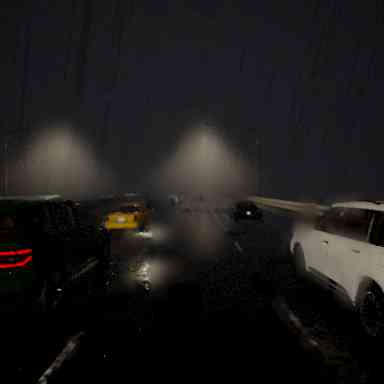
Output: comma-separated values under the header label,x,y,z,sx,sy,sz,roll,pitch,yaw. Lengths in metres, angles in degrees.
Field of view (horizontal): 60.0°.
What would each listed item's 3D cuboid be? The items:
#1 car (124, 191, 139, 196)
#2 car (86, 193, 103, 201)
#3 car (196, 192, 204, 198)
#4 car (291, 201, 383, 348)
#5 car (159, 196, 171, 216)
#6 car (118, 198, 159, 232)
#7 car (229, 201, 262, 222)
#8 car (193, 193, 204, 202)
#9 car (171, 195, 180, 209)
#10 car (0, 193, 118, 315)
label,x,y,z,sx,sy,sz,roll,pitch,yaw
car,-12.526,0.712,68.933,2.150,2.045,5.566,0,0,2
car,-19.607,0.963,67.066,1.882,1.535,5.008,0,0,2
car,2.090,0.832,83.290,2.033,1.411,5.357,0,0,3
car,3.627,1.168,6.306,2.150,2.045,5.566,0,0,0
car,-3.205,1.290,29.432,1.812,1.442,4.674,0,0,1
car,-3.313,1.301,18.809,1.801,1.575,5.366,0,0,3
car,3.817,1.370,24.227,1.994,1.385,4.181,0,0,1
car,1.128,1.045,60.430,2.128,1.511,4.902,0,0,2
car,-2.966,1.179,40.397,2.128,1.511,4.902,0,0,1
car,-3.473,1.156,7.526,2.150,2.045,5.566,0,0,0
